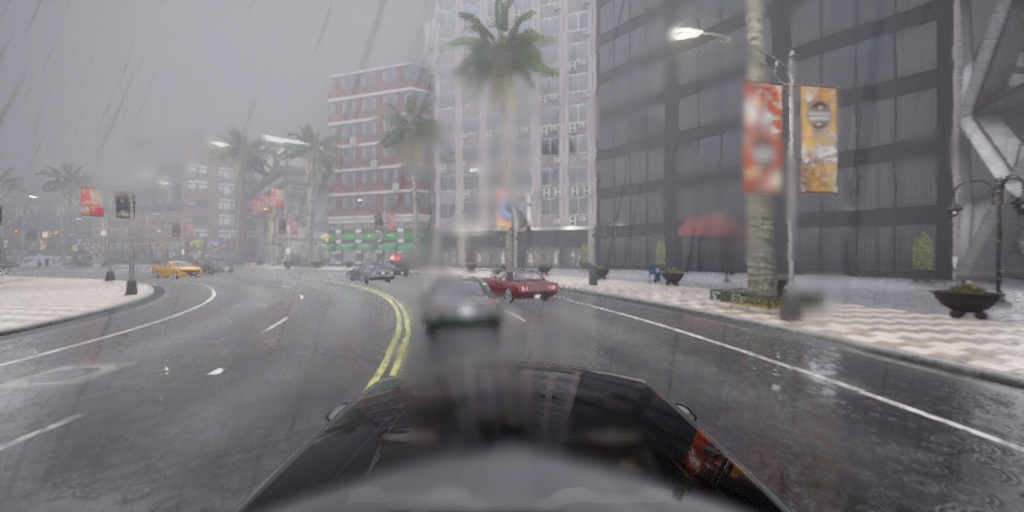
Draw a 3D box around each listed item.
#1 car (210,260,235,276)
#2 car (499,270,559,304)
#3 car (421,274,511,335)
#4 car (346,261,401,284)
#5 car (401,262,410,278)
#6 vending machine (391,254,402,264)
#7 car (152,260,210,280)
[{"bbox_3d":[-29.146,1.159,34.840,4.902,1.511,2.128,0,0,22],"label":"car"},{"bbox_3d":[0.166,1.286,16.123,1.895,1.301,4.718,0,0,-22],"label":"car"},{"bbox_3d":[-1.608,1.279,10.560,1.994,1.385,4.181,0,0,-15],"label":"car"},{"bbox_3d":[-10.335,1.213,26.020,2.033,1.411,5.357,0,0,-41],"label":"car"},{"bbox_3d":[-10.786,1.147,31.374,4.892,1.490,1.837,0,0,44],"label":"car"},{"bbox_3d":[-13.986,0.791,43.418,0.880,2.100,1.100,0,0,33],"label":"vending machine"},{"bbox_3d":[-28.735,1.162,30.862,5.008,1.535,1.882,0,0,24],"label":"car"}]
